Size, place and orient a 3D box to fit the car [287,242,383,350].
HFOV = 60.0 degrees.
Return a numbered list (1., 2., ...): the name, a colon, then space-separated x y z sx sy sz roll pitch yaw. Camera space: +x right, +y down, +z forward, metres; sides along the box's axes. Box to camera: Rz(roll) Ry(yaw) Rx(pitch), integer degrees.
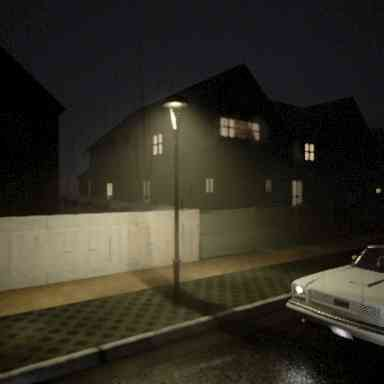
1. car: 3.818 1.588 5.784 4.718 1.301 1.895 0 0 -35
